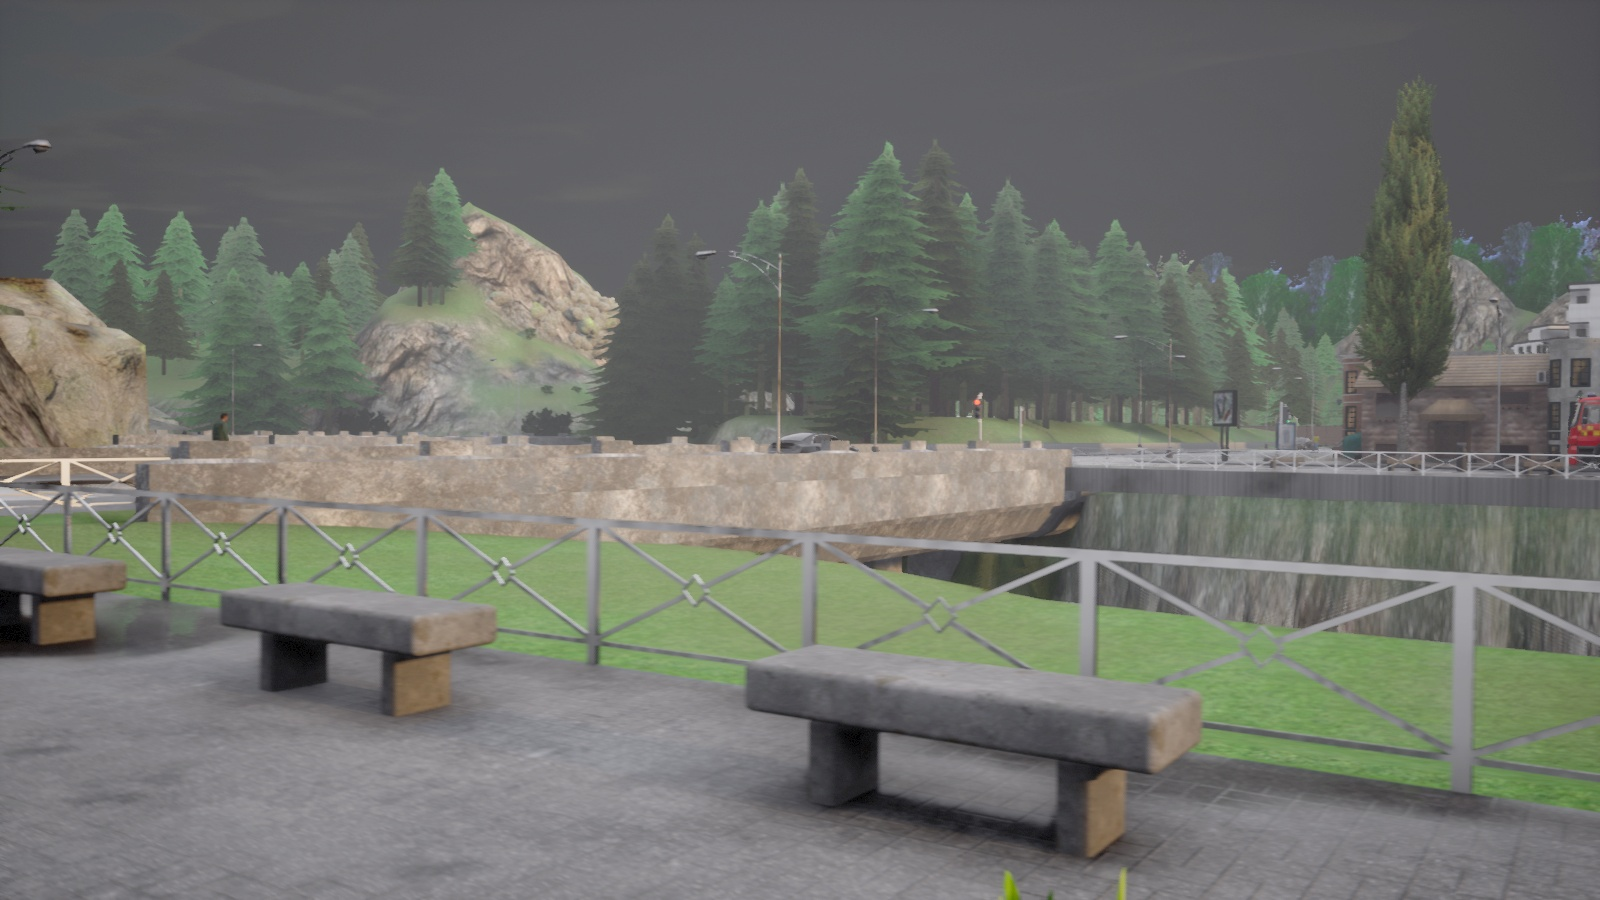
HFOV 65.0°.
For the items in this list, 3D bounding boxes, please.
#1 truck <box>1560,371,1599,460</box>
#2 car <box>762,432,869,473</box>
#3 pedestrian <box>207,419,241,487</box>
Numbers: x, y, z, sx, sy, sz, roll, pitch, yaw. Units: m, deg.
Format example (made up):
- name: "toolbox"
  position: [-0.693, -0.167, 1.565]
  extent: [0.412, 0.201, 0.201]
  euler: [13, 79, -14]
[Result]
- name: "truck"
  position: [37.323, -1.500, 53.411]
  extent: [8.468, 3.827, 2.891]
  euler: [0, 1, 34]
- name: "car"
  position: [0.668, 0.053, 48.954]
  extent: [1.837, 1.490, 4.892]
  euler: [0, 1, 33]
- name: "pedestrian"
  position: [-16.839, 0.081, 36.706]
  extent: [0.423, 1.949, 0.788]
  euler: [0, 1, 34]
